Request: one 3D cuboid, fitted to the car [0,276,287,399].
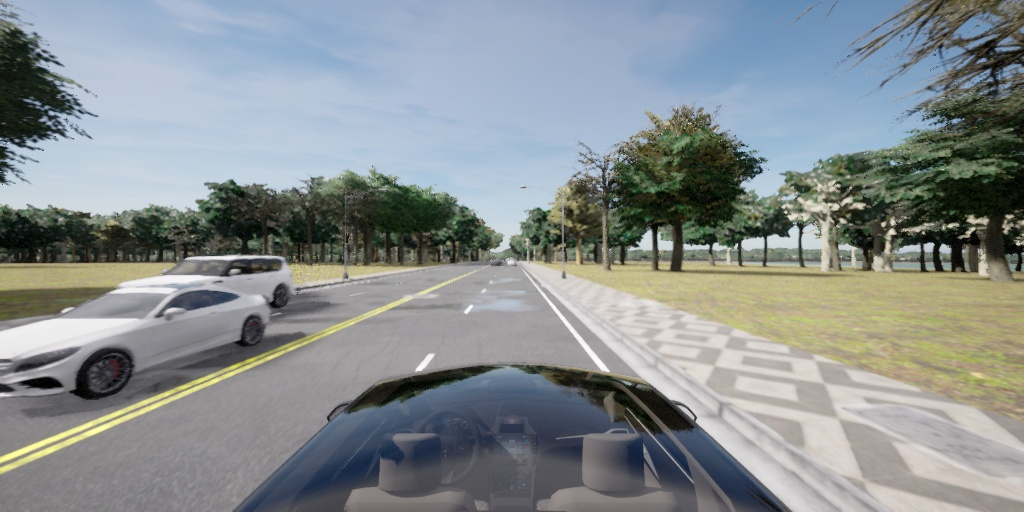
[{"bbox_3d":[-6.592,1.276,6.618,1.812,1.442,4.674,0,0,0],"label":"car"}]

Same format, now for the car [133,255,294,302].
[{"bbox_3d":[-9.820,0.976,12.117,2.150,2.045,5.566,0,0,0],"label":"car"}]
